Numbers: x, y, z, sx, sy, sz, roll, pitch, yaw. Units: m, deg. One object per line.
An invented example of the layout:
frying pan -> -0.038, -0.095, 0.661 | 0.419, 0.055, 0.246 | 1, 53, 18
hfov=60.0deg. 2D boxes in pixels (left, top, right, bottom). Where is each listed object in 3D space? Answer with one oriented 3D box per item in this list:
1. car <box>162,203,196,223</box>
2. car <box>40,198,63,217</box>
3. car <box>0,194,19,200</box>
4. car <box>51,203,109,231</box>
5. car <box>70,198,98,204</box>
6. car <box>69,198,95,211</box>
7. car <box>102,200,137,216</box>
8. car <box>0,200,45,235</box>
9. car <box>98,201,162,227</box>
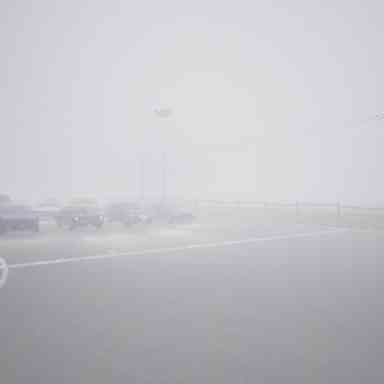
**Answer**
car -> -1.895, 1.554, 25.675 | 2.033, 1.411, 5.357 | 0, 0, -36
car -> -12.555, 1.530, 28.467 | 1.812, 1.442, 4.674 | 0, 0, -36
car -> -16.070, 1.223, 27.357 | 2.150, 2.045, 5.566 | 0, 0, -36
car -> -7.235, 1.604, 21.111 | 1.895, 1.301, 4.718 | 0, 0, -36
car -> -9.757, 1.357, 30.573 | 2.097, 1.767, 4.553 | 0, 0, -36
car -> -14.195, 1.512, 42.694 | 1.837, 1.490, 4.892 | 0, 0, -36
car -> -7.291, 1.571, 33.144 | 1.994, 1.385, 4.181 | 0, 0, -35
car -> -10.244, 1.480, 19.299 | 1.882, 1.535, 5.008 | 0, 0, -36
car -> -4.468, 1.496, 23.258 | 2.128, 1.511, 4.902 | 0, 0, -36
